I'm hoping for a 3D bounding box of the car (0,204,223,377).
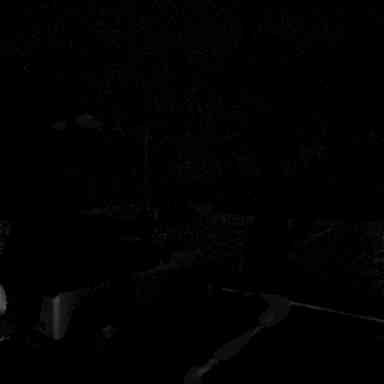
[{"bbox_3d":[-1.183,1.284,5.423,1.905,1.878,3.866,1,0,36],"label":"car"}]

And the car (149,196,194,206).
[{"bbox_3d":[-1.683,1.208,22.134,1.932,1.855,4.605,1,0,36],"label":"car"}]
